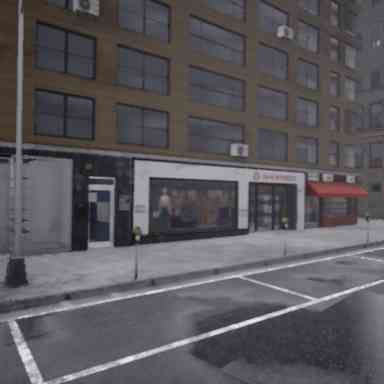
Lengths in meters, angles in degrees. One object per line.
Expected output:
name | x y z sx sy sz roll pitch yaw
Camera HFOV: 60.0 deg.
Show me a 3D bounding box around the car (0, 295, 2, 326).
car | -4.766 1.302 3.355 5.009 1.841 2.192 0 0 -35
